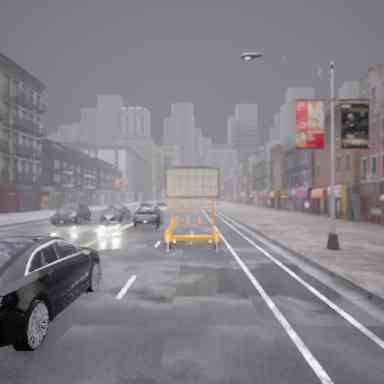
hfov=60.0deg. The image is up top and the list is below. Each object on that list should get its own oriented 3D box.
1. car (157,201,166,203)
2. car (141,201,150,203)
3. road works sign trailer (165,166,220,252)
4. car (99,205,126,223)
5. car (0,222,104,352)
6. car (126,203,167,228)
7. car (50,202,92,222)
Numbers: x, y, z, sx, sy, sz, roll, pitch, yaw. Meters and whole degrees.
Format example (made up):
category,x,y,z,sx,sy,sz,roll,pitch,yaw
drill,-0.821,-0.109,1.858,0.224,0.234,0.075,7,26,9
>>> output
category,x,y,z,sx,sy,sz,roll,pitch,yaw
car,-6.431,2.491,69.932,1.895,1.301,4.718,0,-1,0
car,-9.683,2.479,68.685,1.895,1.301,4.718,0,-1,0
road works sign trailer,0.016,0.642,14.869,2.380,3.560,2.880,0,-1,0
car,-6.570,1.846,28.669,2.128,1.511,4.902,0,-1,0
car,-3.143,1.567,6.259,2.128,1.511,4.902,0,-1,0
car,-3.125,1.793,24.552,2.128,1.511,4.902,0,-1,0
car,-9.821,1.691,27.323,2.097,1.767,4.553,0,-1,0
